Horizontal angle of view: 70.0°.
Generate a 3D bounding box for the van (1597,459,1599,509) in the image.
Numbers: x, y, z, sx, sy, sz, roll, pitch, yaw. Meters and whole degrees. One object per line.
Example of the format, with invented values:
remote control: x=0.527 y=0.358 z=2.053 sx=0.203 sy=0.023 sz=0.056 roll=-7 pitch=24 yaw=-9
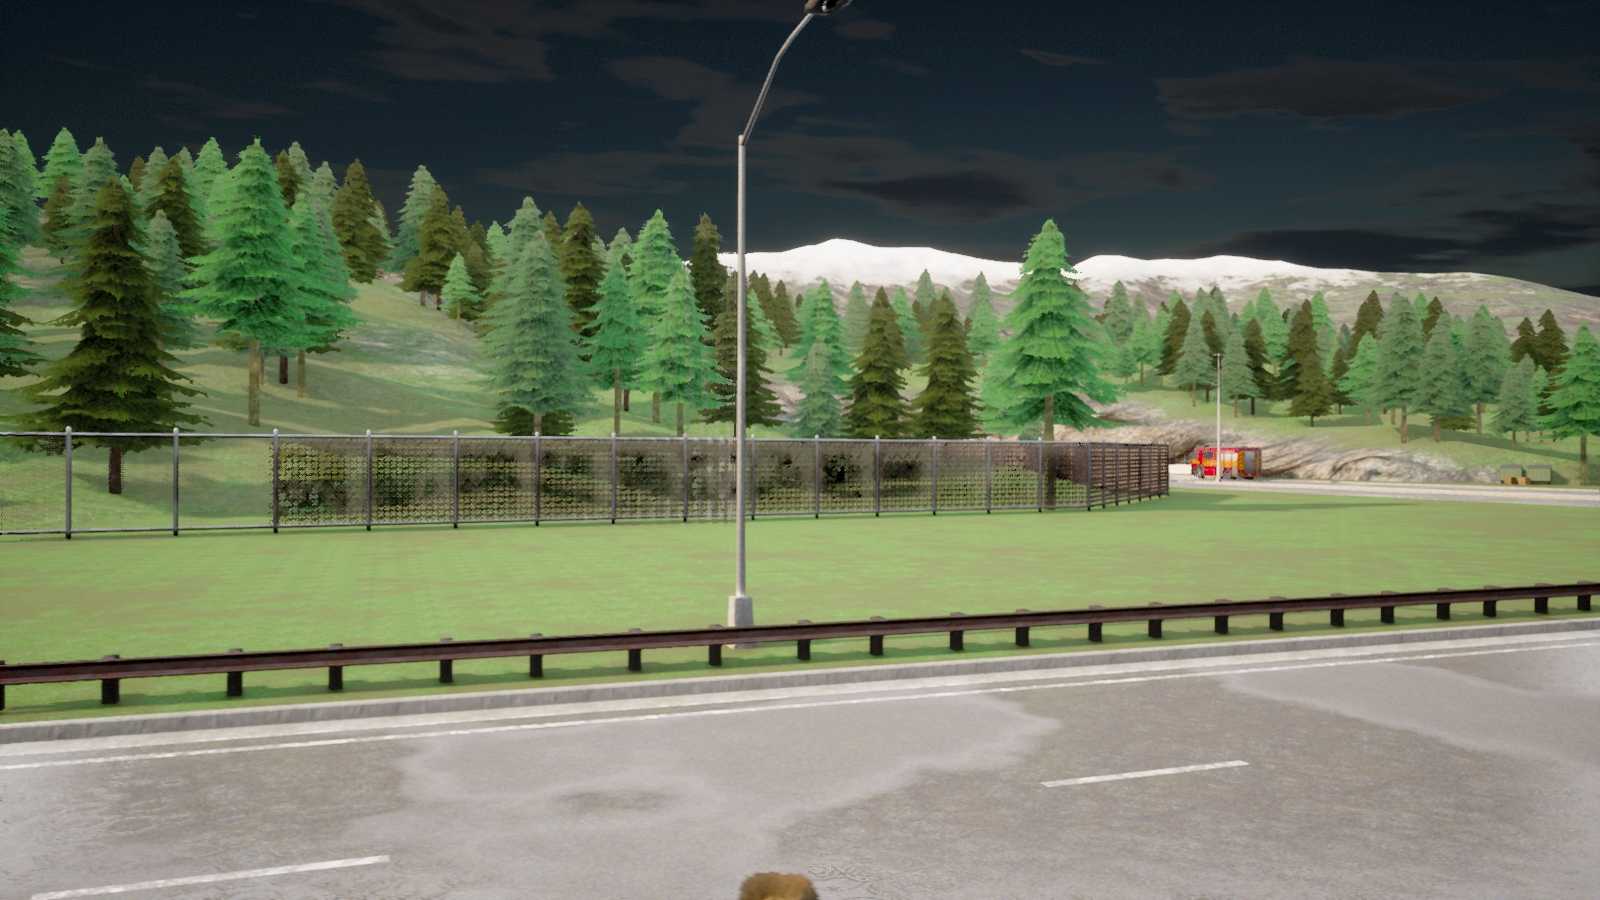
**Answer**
van: x=42.824 y=1.743 z=56.176 sx=1.988 sy=2.561 sz=5.915 roll=0 pitch=0 yaw=-19
